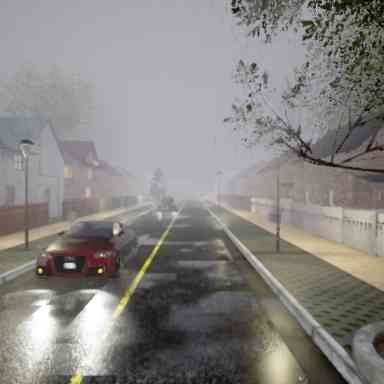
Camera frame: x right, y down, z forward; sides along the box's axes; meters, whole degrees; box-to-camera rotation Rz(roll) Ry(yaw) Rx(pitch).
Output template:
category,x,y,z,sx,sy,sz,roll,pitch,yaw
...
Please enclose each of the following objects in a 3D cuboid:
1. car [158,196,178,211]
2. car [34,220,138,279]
category,x,y,z,sx,sy,sz,roll,pitch,yaw
car,-2.795,1.250,39.206,2.097,1.767,4.553,0,0,0
car,-2.845,1.538,9.808,1.994,1.385,4.181,0,0,1
